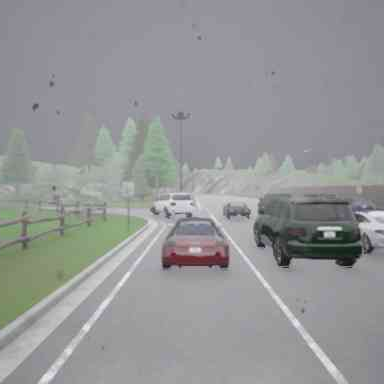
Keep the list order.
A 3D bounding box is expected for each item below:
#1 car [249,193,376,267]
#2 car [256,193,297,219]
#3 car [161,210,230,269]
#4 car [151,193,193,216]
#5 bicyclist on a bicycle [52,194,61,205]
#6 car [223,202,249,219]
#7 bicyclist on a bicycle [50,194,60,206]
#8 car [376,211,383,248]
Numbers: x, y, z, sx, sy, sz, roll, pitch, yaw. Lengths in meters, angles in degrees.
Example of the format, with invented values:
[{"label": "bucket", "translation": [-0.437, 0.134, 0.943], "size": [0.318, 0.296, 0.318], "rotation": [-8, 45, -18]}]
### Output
[{"label": "car", "translation": [3.610, 1.183, 11.375], "size": [2.150, 2.045, 5.566], "rotation": [0, 0, 0]}, {"label": "car", "translation": [7.176, 1.121, 28.765], "size": [2.150, 2.045, 5.566], "rotation": [0, 0, 0]}, {"label": "car", "translation": [0.109, 1.526, 10.977], "size": [1.994, 1.385, 4.181], "rotation": [0, 0, 0]}, {"label": "car", "translation": [-1.760, 1.122, 28.553], "size": [2.150, 2.045, 5.566], "rotation": [1, 0, -24]}, {"label": "bicyclist on a bicycle", "translation": [-19.634, 1.134, 48.812], "size": [0.582, 1.620, 1.656], "rotation": [0, 0, 8]}, {"label": "car", "translation": [3.670, 1.504, 28.105], "size": [1.895, 1.301, 4.718], "rotation": [0, 0, 0]}, {"label": "bicyclist on a bicycle", "translation": [-20.120, 1.134, 48.879], "size": [0.582, 1.620, 1.656], "rotation": [0, 0, 7]}, {"label": "car", "translation": [7.127, 1.479, 13.270], "size": [1.812, 1.442, 4.674], "rotation": [0, 0, 0]}]
